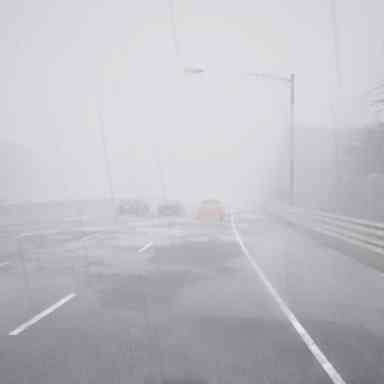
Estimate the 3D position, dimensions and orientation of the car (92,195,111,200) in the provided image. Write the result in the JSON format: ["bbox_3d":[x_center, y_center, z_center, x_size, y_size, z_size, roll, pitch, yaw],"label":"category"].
[{"bbox_3d":[-13.227,1.436,52.466,2.033,1.411,5.357,0,0,7],"label":"car"}]

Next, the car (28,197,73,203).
[{"bbox_3d":[-15.185,1.490,35.992,1.895,1.301,4.718,0,0,7],"label":"car"}]

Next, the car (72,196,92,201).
[{"bbox_3d":[-16.660,1.414,53.188,2.033,1.411,5.357,0,0,7],"label":"car"}]

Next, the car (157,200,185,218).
[{"bbox_3d":[-1.751,1.455,29.603,1.882,1.535,5.008,0,0,7],"label":"car"}]

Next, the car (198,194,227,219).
[{"bbox_3d":[1.720,1.351,29.151,2.097,1.767,4.553,0,0,7],"label":"car"}]

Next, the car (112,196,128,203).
[{"bbox_3d":[-14.849,1.450,68.699,1.895,1.301,4.718,0,0,7],"label":"car"}]

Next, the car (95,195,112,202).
[{"bbox_3d":[-18.340,1.357,68.967,1.812,1.442,4.674,0,0,7],"label":"car"}]

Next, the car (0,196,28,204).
[{"bbox_3d":[-18.692,1.393,36.126,1.812,1.442,4.674,0,0,7],"label":"car"}]

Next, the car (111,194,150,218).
[{"bbox_3d":[-5.233,1.307,29.955,2.097,1.767,4.553,0,0,7],"label":"car"}]

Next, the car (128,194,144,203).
[{"bbox_3d":[-11.396,1.233,68.075,2.097,1.767,4.553,0,0,7],"label":"car"}]
